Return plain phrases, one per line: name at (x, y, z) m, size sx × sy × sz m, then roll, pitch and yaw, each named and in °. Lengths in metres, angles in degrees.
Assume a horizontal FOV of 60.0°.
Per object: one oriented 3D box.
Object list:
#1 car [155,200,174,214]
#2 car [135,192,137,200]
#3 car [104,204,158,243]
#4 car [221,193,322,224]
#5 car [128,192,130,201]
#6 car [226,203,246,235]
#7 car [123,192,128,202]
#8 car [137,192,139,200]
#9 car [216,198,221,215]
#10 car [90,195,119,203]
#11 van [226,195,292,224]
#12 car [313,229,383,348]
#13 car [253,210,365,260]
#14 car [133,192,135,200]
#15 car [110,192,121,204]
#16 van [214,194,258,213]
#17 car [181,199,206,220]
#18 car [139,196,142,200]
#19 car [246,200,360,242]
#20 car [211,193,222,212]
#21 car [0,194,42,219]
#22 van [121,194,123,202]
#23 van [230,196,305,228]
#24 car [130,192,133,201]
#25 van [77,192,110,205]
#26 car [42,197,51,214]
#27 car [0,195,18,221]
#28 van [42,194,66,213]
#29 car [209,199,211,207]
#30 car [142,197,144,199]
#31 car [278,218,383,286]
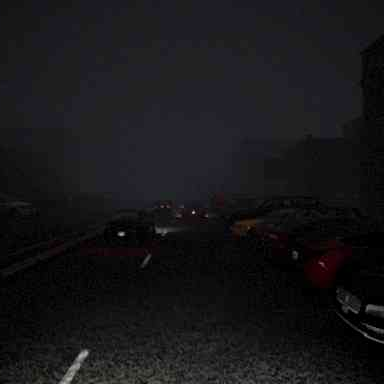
car at (-2.873, 1.480, 34.086) m, size 2.033 × 1.411 × 5.357 m, roll -1°, pitch 0°, yaw -1°
car at (-15.890, 1.245, 76.771) m, size 5.008 × 1.535 × 2.097 m, roll 0°, pitch 0°, yaw 0°
car at (-2.896, 1.529, 15.971) m, size 1.812 × 1.442 × 4.674 m, roll 0°, pitch 0°, yaw 0°
car at (4.683, 1.228, 18.756) m, size 5.566 × 2.045 × 2.435 m, roll 0°, pitch 0°, yaw 0°
car at (-15.851, 1.262, 68.502) m, size 4.792 × 1.488 × 2.163 m, roll 0°, pitch 0°, yaw 0°
car at (4.527, 1.481, 15.973) m, size 5.366 × 1.575 × 1.946 m, roll 0°, pitch 0°, yaw 0°
car at (-15.881, 1.236, 65.747) m, size 5.008 × 1.535 × 2.097 m, roll 0°, pitch 0°, yaw 0°
car at (-15.905, 1.256, 79.527) m, size 5.008 × 1.535 × 2.097 m, roll 0°, pitch 0°, yaw 0°
car at (4.716, 1.461, 27.092) m, size 4.892 × 1.521 × 2.231 m, roll 0°, pitch 0°, yaw 0°
car at (-15.869, 1.293, 60.235) m, size 4.674 × 1.452 × 2.002 m, roll 0°, pitch 0°, yaw 0°
van at (4.837, 1.243, 24.309) m, size 4.442 × 1.987 × 1.878 m, roll 0°, pitch 0°, yaw 0°
car at (4.717, 1.483, 4.978) m, size 4.892 × 1.521 × 2.231 m, roll 0°, pitch 0°, yaw 0°
car at (4.706, 1.485, 10.538) m, size 5.008 × 1.535 × 2.097 m, roll 0°, pitch 0°, yaw 0°
car at (-15.896, 1.238, 74.015) m, size 4.892 × 1.521 × 2.231 m, roll 0°, pitch 0°, yaw 0°
car at (-15.832, 1.015, 57.475) m, size 5.566 × 2.045 × 2.435 m, roll 0°, pitch 0°, yaw 0°
van at (4.628, 1.196, 35.552) m, size 4.442 × 1.987 × 1.878 m, roll 0°, pitch 0°, yaw 0°
car at (0.117, 1.540, 27.670) m, size 1.994 × 1.385 × 4.181 m, roll 0°, pitch 0°, yaw 0°
car at (-15.934, 1.020, 82.285) m, size 5.566 × 2.045 × 2.435 m, roll 0°, pitch 0°, yaw 0°
car at (4.743, 1.359, 13.316) m, size 4.553 × 1.767 × 2.185 m, roll 0°, pitch 0°, yaw 0°
car at (4.758, 1.197, 29.992) m, size 5.566 × 2.045 × 2.435 m, roll 0°, pitch 0°, yaw 0°
car at (-15.779, 1.209, 27.143) m, size 5.566 × 2.045 × 2.435 m, roll 0°, pitch 0°, yaw 0°
van at (-15.986, 1.016, 63.111) m, size 4.442 × 1.987 × 1.878 m, roll 0°, pitch 0°, yaw 0°
van at (4.832, 1.249, 21.655) m, size 4.442 × 1.987 × 1.878 m, roll 0°, pitch 0°, yaw 0°
car at (-15.892, 1.234, 71.258) m, size 4.892 × 1.521 × 2.231 m, roll 0°, pitch 0°, yaw 0°
van at (-15.734, 1.079, 51.963) m, size 4.442 × 1.987 × 1.878 m, roll 0°, pitch 0°, yaw 0°
car at (-15.783, 1.479, 29.901) m, size 4.792 × 1.488 × 2.163 m, roll 0°, pitch 0°, yaw 0°
car at (-15.833, 1.344, 24.384) m, size 4.553 × 1.767 × 2.185 m, roll 0°, pitch 0°, yaw 0°
van at (-15.938, 1.198, 35.419) m, size 4.442 × 1.987 × 1.878 m, roll 0°, pitch 0°, yaw 0°
car at (4.782, 1.154, 38.328) m, size 5.566 × 2.045 × 2.435 m, roll 0°, pitch 0°, yaw 0°
car at (-15.733, 1.335, 90.551) m, size 5.366 × 1.575 × 1.946 m, roll 0°, pitch -1°, yaw 0°
car at (4.741, 1.513, 7.758) m, size 4.792 × 1.488 × 2.163 m, roll 0°, pitch 0°, yaw 0°
